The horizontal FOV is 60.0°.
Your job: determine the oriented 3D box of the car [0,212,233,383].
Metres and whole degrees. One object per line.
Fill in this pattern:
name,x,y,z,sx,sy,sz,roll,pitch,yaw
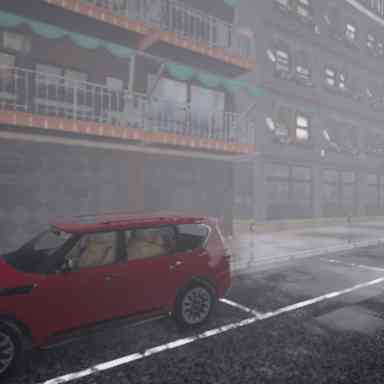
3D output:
car,-1.557,1.318,5.426,5.009,1.841,2.192,0,1,-35
